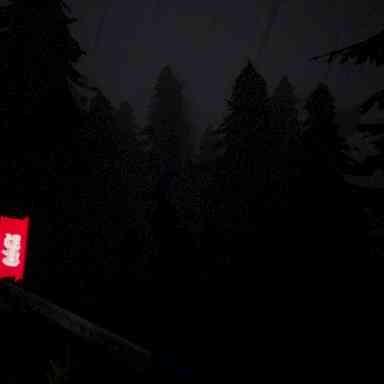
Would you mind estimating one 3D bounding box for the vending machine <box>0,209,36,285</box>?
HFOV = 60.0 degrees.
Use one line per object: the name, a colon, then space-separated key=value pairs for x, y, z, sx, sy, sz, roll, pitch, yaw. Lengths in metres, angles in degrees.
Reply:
vending machine: x=-5.483 y=1.613 z=10.016 sx=1.100 sy=2.100 sz=0.880 roll=6 pitch=-2 yaw=-34
